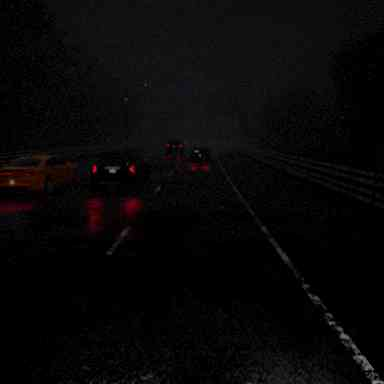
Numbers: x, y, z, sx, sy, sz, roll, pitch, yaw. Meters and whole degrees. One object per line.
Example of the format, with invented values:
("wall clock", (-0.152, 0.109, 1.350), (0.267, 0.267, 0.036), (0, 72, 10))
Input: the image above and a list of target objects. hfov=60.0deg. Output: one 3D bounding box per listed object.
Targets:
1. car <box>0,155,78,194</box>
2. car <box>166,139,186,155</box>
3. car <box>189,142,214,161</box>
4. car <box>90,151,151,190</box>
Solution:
("car", (-6.794, -0.927, 15.110), (1.882, 1.535, 5.008), (0, 9, 1))
("car", (-2.087, -5.957, 43.793), (2.150, 2.045, 5.566), (0, 9, 3))
("car", (0.891, -4.053, 33.966), (2.128, 1.511, 4.902), (0, 9, 3))
("car", (-3.274, -1.215, 16.063), (2.097, 1.767, 4.553), (0, 9, 1))
